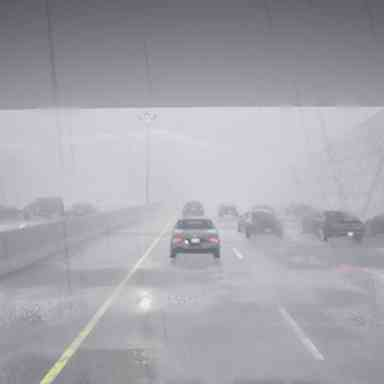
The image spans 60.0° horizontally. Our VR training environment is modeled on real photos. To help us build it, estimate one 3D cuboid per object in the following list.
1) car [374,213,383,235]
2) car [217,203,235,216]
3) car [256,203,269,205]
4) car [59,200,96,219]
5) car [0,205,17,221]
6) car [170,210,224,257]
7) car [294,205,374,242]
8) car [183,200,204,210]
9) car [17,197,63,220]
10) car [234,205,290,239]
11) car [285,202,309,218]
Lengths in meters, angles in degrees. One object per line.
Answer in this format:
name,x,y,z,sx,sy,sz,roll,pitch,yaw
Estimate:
car,10.616,1.645,16.769,1.837,1.490,4.892,0,0,0
car,3.629,1.815,34.417,1.812,1.442,4.674,0,0,0
car,7.142,1.849,34.026,1.994,1.385,4.181,0,0,0
car,-10.556,1.773,31.719,1.837,1.490,4.892,0,-1,0
car,-17.558,1.860,30.592,1.895,1.301,4.718,0,0,0
car,0.111,1.661,13.419,2.033,1.411,5.357,0,0,0
car,7.116,1.650,17.350,1.837,1.490,4.892,0,0,0
car,0.140,1.628,32.889,2.097,1.767,4.553,0,0,0
car,-14.055,1.491,31.942,2.150,2.045,5.566,0,0,0
car,3.619,1.678,18.124,1.812,1.442,4.674,0,0,0
car,10.641,1.784,33.350,1.837,1.490,4.892,0,0,0
